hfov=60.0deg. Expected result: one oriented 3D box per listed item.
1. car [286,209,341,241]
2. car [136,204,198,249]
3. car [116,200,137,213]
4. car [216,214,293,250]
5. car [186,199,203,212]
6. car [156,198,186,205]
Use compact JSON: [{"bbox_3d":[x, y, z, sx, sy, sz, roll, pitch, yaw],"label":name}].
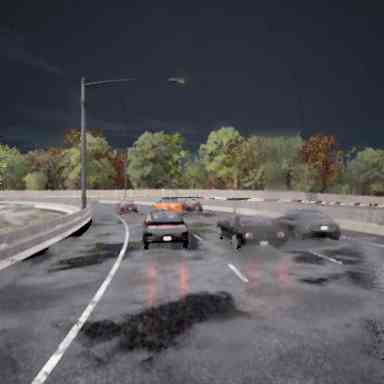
[{"bbox_3d":[5.551,1.560,16.701,1.994,1.385,4.181,0,0,-9],"label":"car"},{"bbox_3d":[-1.235,1.526,14.765,2.128,1.511,4.902,0,0,-8],"label":"car"},{"bbox_3d":[-7.536,1.640,38.208,1.812,1.442,4.674,0,0,-21],"label":"car"},{"bbox_3d":[2.363,1.612,14.406,1.895,1.301,4.718,0,0,-8],"label":"car"},{"bbox_3d":[-0.232,1.595,38.665,1.812,1.442,4.674,0,0,-20],"label":"car"},{"bbox_3d":[-2.583,1.429,34.807,2.097,1.767,4.553,0,0,-19],"label":"car"}]
